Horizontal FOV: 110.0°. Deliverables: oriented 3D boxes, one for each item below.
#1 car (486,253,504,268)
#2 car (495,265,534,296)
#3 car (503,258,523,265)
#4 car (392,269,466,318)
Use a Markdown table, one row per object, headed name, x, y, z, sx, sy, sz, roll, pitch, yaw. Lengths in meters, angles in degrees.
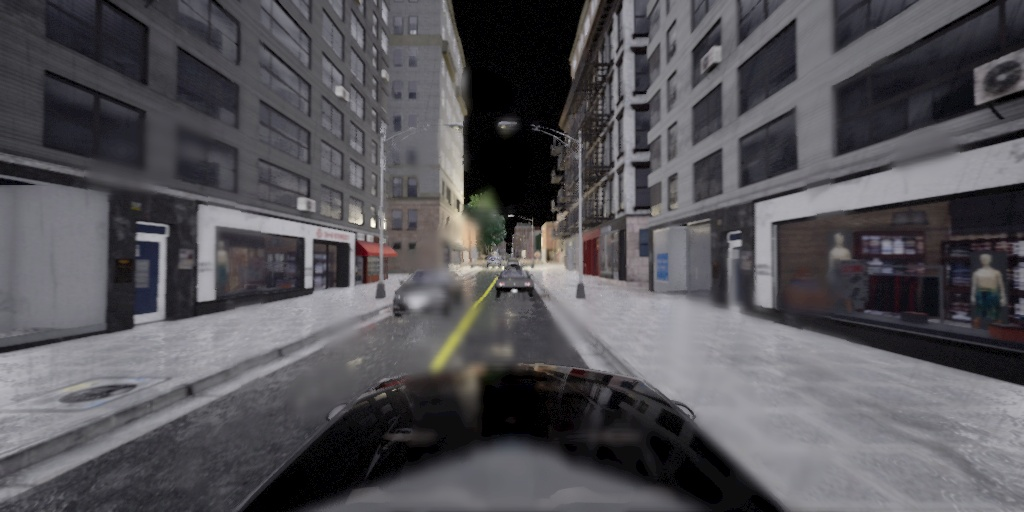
| name | x | y | z | sx | sy | sz | roll | pitch | yaw |
| --- | --- | --- | --- | --- | --- | --- | --- | --- | --- |
| car | -2.734 | 0.537 | 54.212 | 2.150 | 2.045 | 5.566 | 0 | 0 | 0 |
| car | 0.111 | 1.346 | 19.029 | 1.895 | 1.301 | 4.718 | 0 | 0 | 0 |
| car | 0.110 | 1.217 | 37.611 | 1.837 | 1.490 | 4.892 | 0 | 1 | 0 |
| car | -2.846 | 1.242 | 13.126 | 2.128 | 1.511 | 4.902 | 0 | 0 | 0 |
